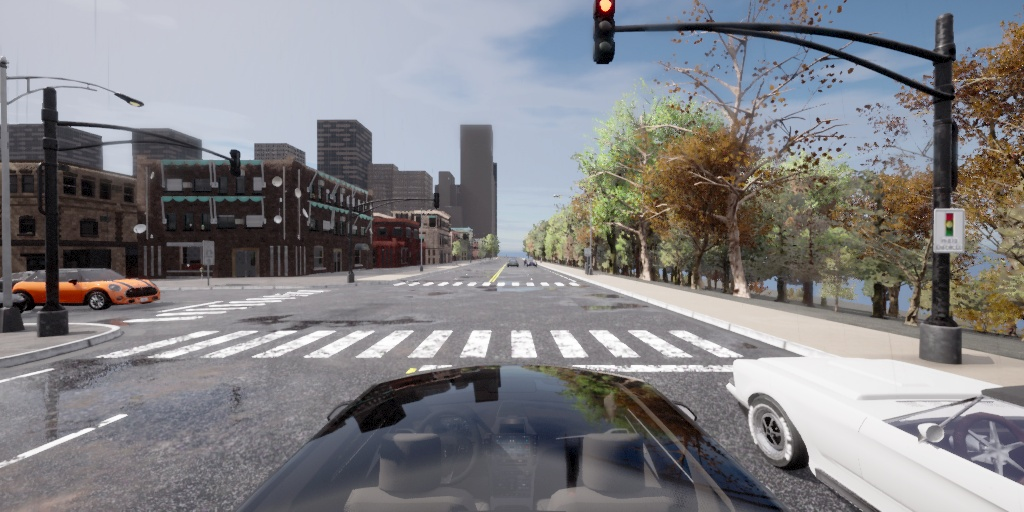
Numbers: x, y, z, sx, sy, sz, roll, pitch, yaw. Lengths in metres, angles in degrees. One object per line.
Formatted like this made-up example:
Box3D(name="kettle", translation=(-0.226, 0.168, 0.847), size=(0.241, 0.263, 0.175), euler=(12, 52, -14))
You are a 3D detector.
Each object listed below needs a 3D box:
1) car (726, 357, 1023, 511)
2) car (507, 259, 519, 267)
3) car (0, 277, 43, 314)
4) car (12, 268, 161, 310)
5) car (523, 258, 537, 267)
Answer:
Box3D(name="car", translation=(3.350, 1.351, 1.900), size=(1.895, 1.301, 4.718), euler=(0, 0, 0))
Box3D(name="car", translation=(0.160, 1.290, 63.407), size=(1.994, 1.385, 4.181), euler=(0, 0, 1))
Box3D(name="car", translation=(-19.935, 1.565, 12.550), size=(4.313, 1.339, 1.948), euler=(0, 0, 0))
Box3D(name="car", translation=(-17.965, 1.301, 15.284), size=(4.553, 1.767, 2.097), euler=(-1, 1, -1))
Box3D(name="car", translation=(3.422, 1.327, 63.685), size=(1.895, 1.301, 4.718), euler=(0, 0, 0))
